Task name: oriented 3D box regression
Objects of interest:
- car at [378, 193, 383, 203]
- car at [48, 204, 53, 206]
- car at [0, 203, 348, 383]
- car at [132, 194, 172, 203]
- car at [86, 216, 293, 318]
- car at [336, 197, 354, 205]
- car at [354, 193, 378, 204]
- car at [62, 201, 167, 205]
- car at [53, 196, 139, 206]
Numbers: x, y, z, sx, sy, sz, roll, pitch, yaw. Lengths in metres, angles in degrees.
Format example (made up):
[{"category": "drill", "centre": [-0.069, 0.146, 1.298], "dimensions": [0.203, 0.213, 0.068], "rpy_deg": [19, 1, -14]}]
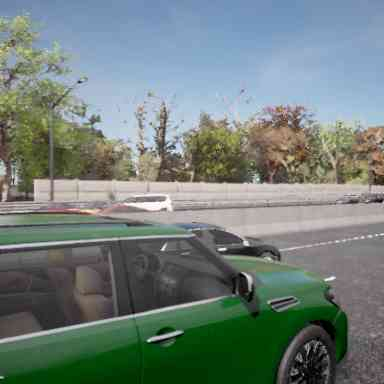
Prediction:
[{"category": "car", "centre": [28.511, 1.182, 45.795], "dimensions": [5.566, 2.045, 2.150], "rpy_deg": [0, 0, -35]}, {"category": "car", "centre": [-10.511, 1.554, 25.813], "dimensions": [4.181, 1.385, 1.994], "rpy_deg": [0, 0, -38]}, {"category": "car", "centre": [-0.869, 1.219, 3.127], "dimensions": [5.566, 2.045, 2.150], "rpy_deg": [0, 0, -35]}, {"category": "car", "centre": [-4.130, 1.205, 26.847], "dimensions": [5.566, 2.045, 2.150], "rpy_deg": [0, 0, -35]}, {"category": "car", "centre": [0.145, 1.499, 8.151], "dimensions": [4.892, 1.490, 1.837], "rpy_deg": [-1, 0, -35]}, {"category": "car", "centre": [24.260, 1.452, 51.357], "dimensions": [4.902, 1.511, 2.128], "rpy_deg": [0, 0, -35]}, {"category": "car", "centre": [26.561, 1.181, 48.699], "dimensions": [5.566, 2.045, 2.150], "rpy_deg": [0, 0, -35]}, {"category": "car", "centre": [-4.145, 1.467, 18.234], "dimensions": [5.008, 1.535, 1.882], "rpy_deg": [0, 0, -36]}, {"category": "car", "centre": [-6.045, 1.341, 21.178], "dimensions": [4.553, 1.767, 2.097], "rpy_deg": [0, 0, -36]}]
